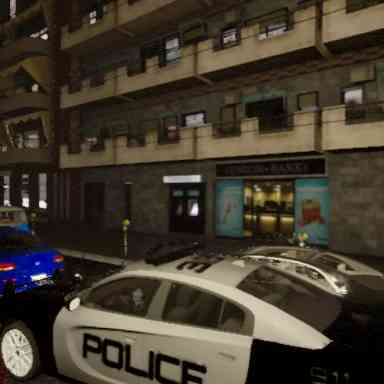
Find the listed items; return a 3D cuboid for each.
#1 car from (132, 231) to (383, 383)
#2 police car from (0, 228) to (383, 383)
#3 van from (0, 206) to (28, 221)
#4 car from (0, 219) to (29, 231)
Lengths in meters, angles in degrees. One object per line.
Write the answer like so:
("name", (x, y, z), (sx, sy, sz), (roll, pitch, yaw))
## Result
("car", (1.267, 1.595, 5.658), (4.403, 1.369, 2.008), (0, 0, 36))
("police car", (-0.320, 1.452, 4.065), (5.238, 1.638, 1.930), (0, 0, 28))
("van", (-7.641, 1.384, 12.189), (3.998, 1.788, 1.690), (0, 0, 36))
("car", (-4.895, 1.555, 7.959), (4.674, 1.442, 1.812), (0, 0, 36))
